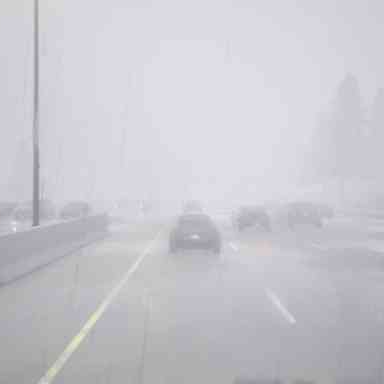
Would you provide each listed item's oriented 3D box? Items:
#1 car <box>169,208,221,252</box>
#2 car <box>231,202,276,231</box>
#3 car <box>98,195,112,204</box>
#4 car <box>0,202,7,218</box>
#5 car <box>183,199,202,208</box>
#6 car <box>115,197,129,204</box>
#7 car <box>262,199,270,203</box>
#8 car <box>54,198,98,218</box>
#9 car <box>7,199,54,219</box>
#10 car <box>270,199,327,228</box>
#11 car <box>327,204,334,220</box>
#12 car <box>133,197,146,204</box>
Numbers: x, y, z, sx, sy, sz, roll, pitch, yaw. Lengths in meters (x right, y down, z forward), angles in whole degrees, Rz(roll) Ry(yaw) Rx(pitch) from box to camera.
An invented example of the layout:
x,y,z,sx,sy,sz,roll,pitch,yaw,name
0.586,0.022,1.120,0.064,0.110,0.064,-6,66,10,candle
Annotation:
x,y,z,sx,sy,sz,roll,pitch,yaw,name
0.104,1.597,14.017,1.994,1.385,4.181,0,0,0,car
3.604,1.554,20.795,1.837,1.490,4.892,0,0,0,car
-17.487,1.498,66.696,2.097,1.767,4.553,0,0,0,car
-17.498,1.619,31.172,2.033,1.411,5.357,0,0,0,car
0.108,1.595,37.853,1.837,1.490,4.892,0,0,0,car
-13.987,1.736,66.690,1.895,1.301,4.718,0,0,0,car
10.576,1.671,45.277,1.994,1.385,4.181,0,0,0,car
-10.505,1.578,30.439,1.837,1.490,4.892,0,-1,0,car
-14.011,1.420,29.762,2.097,1.767,4.553,0,0,0,car
7.105,1.405,22.793,2.097,1.767,4.553,0,0,0,car
10.520,1.560,28.683,2.128,1.511,4.902,0,0,0,car
-10.490,1.686,66.814,1.994,1.385,4.181,0,0,0,car
